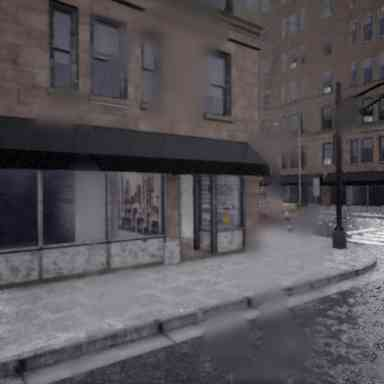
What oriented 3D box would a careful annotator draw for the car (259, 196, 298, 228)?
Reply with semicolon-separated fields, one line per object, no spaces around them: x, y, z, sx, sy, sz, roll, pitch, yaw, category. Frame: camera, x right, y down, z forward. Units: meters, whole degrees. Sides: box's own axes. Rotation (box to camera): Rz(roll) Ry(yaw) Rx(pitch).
3.577;1.083;20.478;2.192;1.841;5.009;0;1;-36;car

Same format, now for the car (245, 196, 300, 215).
7.162;1.136;30.051;1.752;1.417;4.829;0;1;-36;car
